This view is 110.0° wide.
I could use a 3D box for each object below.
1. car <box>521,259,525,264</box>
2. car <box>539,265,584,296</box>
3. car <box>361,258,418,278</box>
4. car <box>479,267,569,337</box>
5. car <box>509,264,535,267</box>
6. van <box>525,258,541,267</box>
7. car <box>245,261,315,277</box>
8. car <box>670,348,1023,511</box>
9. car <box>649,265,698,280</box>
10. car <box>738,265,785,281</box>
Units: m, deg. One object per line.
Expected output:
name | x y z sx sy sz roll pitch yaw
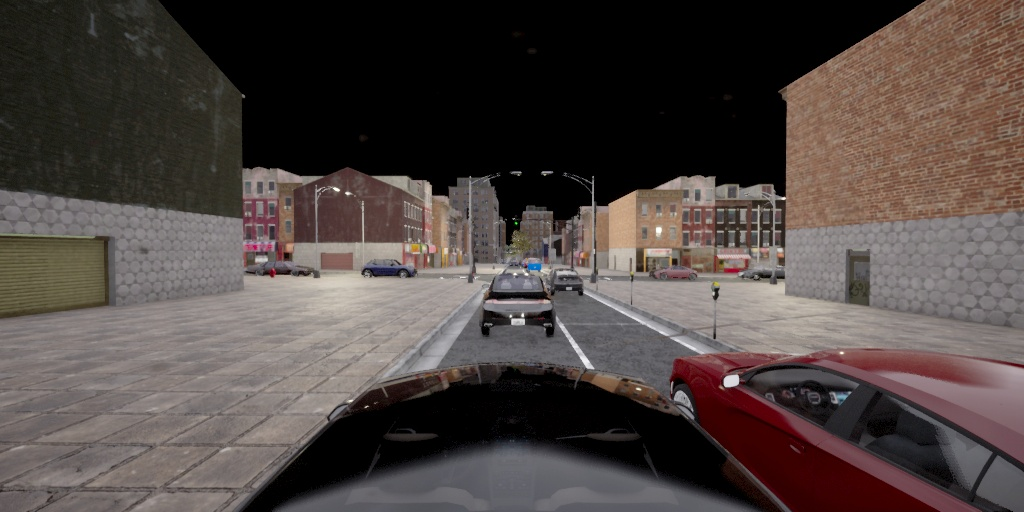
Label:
car | 2.922 1.249 56.737 2.192 1.841 5.009 0 0 0
car | 2.725 1.316 19.201 2.007 1.370 4.403 0 0 0
car | -10.607 1.039 31.322 4.553 1.767 2.097 1 1 0
car | 0.143 1.244 10.351 2.128 1.511 4.902 0 0 0
car | 0.255 1.373 21.838 1.895 1.301 4.718 0 0 1
van | 2.867 1.210 46.156 1.690 1.789 3.998 0 0 0
car | -20.159 1.106 31.380 5.357 1.411 2.033 1 1 0
car | 2.637 1.294 2.326 1.888 1.381 4.507 0 0 0
car | 15.290 1.554 34.094 4.181 1.385 1.994 1 1 0
car | 24.126 1.596 34.027 4.902 1.511 2.128 1 1 0
